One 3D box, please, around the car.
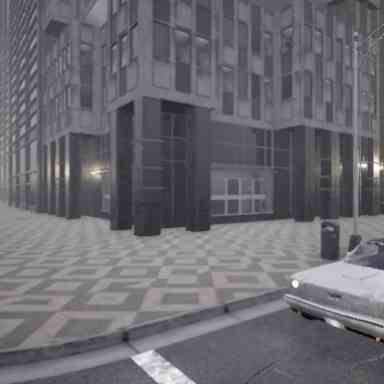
[{"bbox_3d":[3.841,1.580,6.105,4.718,1.301,1.895,0,0,-36],"label":"car"}]
